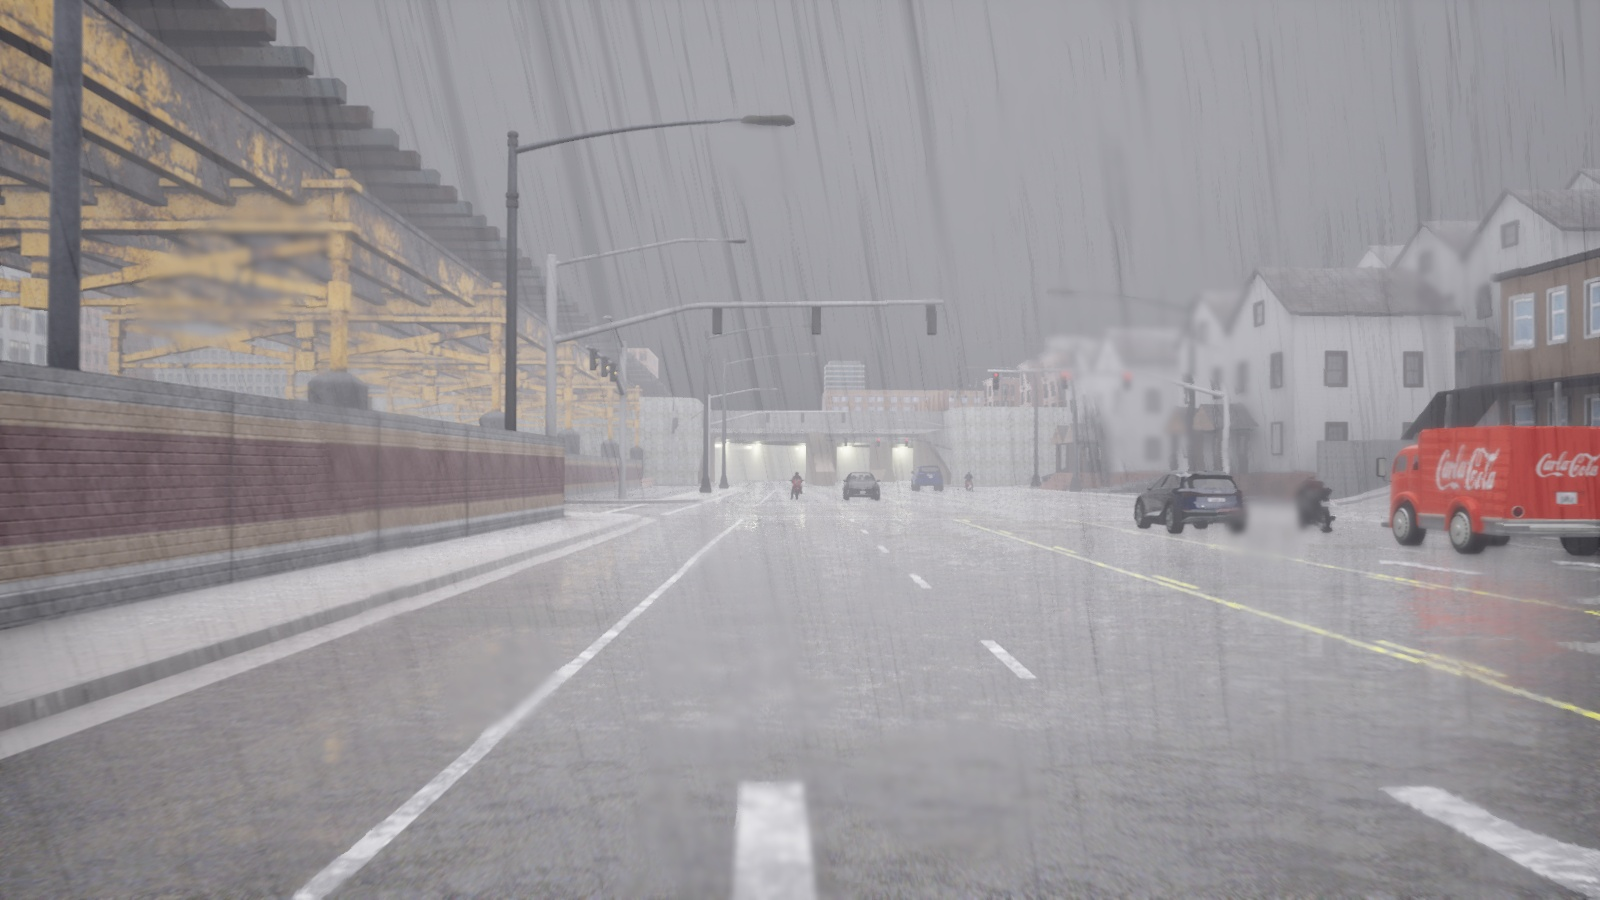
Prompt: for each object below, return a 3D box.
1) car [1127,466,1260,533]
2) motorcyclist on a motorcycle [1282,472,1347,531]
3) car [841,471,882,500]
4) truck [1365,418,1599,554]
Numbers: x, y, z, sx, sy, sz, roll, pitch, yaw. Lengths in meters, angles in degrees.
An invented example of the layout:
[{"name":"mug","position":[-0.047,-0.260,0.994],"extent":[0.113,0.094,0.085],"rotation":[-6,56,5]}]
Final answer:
[{"name":"car","position":[10.425,1.267,33.687],"extent":[2.033,1.649,4.856],"rotation":[0,-1,0]},{"name":"motorcyclist on a motorcycle","position":[13.888,1.363,33.974],"extent":[0.866,1.530,2.191],"rotation":[0,-1,1]},{"name":"car","position":[3.345,1.903,69.000],"extent":[2.007,1.525,4.514],"rotation":[0,-1,0]},{"name":"truck","position":[13.942,0.698,25.415],"extent":[2.627,2.467,5.204],"rotation":[0,-1,0]}]
